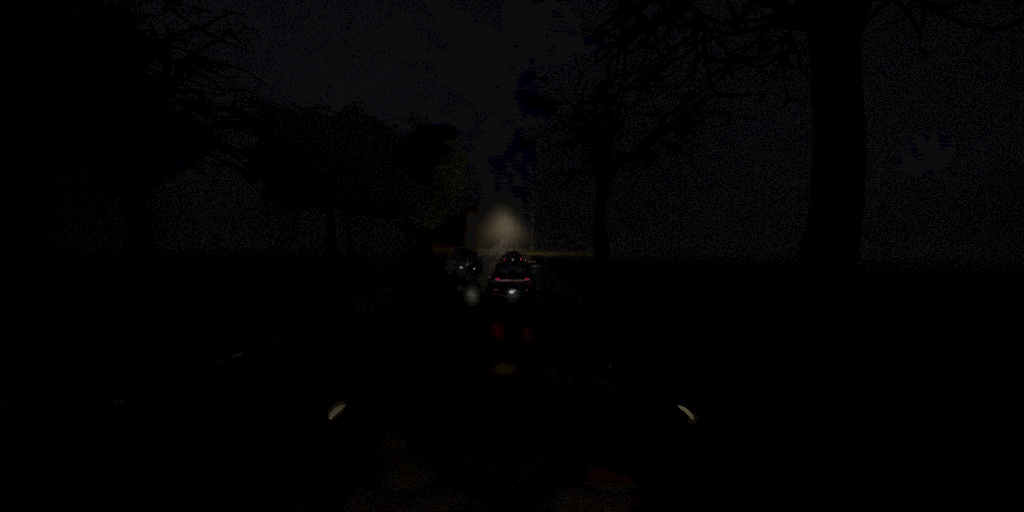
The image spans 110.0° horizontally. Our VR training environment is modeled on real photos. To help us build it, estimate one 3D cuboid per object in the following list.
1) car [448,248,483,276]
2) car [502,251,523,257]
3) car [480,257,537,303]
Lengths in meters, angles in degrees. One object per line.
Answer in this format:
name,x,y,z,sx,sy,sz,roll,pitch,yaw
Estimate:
car,-3.521,0.410,28.145,2.150,2.045,5.566,0,1,0
car,0.079,0.295,36.024,2.097,1.767,4.553,0,2,0
car,0.034,1.004,15.051,2.128,1.511,4.902,0,1,1
